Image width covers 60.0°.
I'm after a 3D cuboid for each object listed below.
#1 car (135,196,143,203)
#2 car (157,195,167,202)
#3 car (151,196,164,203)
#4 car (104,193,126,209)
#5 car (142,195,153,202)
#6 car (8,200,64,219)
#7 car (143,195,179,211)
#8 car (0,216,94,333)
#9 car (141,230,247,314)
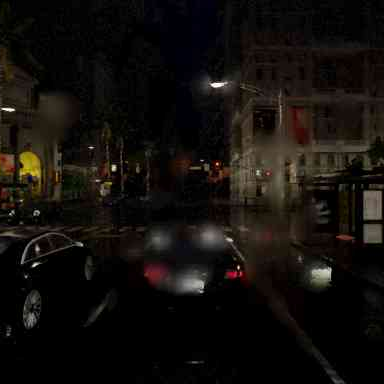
[{"bbox_3d":[-10.688,1.540,70.328,2.033,1.411,5.357,0,0,0],"label":"car"},{"bbox_3d":[-7.208,1.524,80.113,1.812,1.442,4.674,0,0,0],"label":"car"},{"bbox_3d":[-7.187,1.525,70.066,2.128,1.511,4.902,0,0,0],"label":"car"},{"bbox_3d":[-10.723,1.222,46.676,2.150,2.045,5.566,0,0,0],"label":"car"},{"bbox_3d":[-10.711,1.524,80.307,1.812,1.442,4.674,0,0,0],"label":"car"},{"bbox_3d":[-10.662,1.352,23.011,2.097,1.767,4.553,0,0,0],"label":"car"},{"bbox_3d":[-3.964,1.477,41.906,1.882,1.535,5.008,-1,0,-32],"label":"car"},{"bbox_3d":[-3.461,1.492,6.772,2.128,1.511,4.902,0,0,0],"label":"car"},{"bbox_3d":[0.043,1.564,7.710,1.994,1.385,4.181,0,0,0],"label":"car"}]
